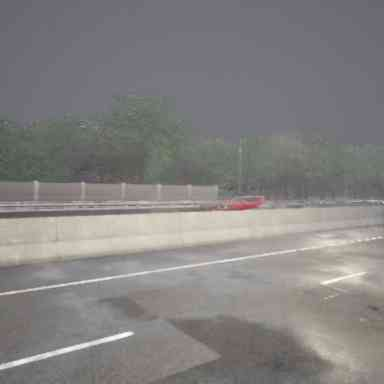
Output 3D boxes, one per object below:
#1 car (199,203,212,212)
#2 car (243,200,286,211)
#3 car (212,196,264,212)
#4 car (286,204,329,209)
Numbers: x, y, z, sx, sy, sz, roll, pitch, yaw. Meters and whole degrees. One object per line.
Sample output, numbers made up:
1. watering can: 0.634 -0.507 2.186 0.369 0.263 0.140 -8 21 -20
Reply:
1. car: 3.096 1.645 36.284 5.008 1.535 1.882 1 0 -35
2. car: 7.225 1.693 30.634 4.674 1.442 1.812 1 0 -35
3. car: 5.084 1.388 33.407 5.566 2.045 2.150 1 0 -35
4. car: 10.508 1.743 28.672 4.181 1.385 1.994 1 0 -35
